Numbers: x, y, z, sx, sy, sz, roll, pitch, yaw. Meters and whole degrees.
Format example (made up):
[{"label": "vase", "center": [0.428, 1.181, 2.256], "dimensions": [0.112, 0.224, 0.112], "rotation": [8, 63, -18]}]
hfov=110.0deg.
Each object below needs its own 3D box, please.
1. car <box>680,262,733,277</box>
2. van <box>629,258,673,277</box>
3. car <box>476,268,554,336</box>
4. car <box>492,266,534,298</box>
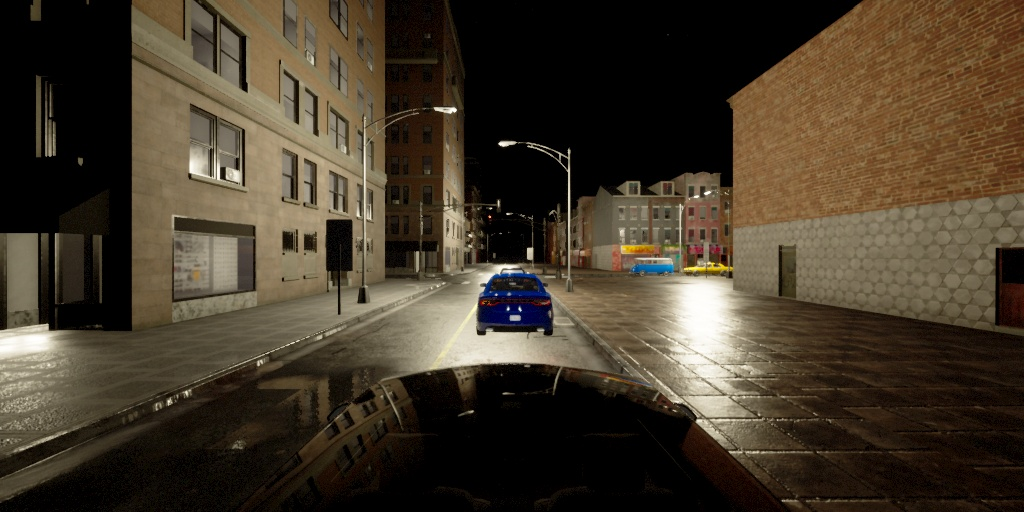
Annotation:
[{"label": "car", "center": [19.051, 1.267, 35.028], "dimensions": [4.829, 1.417, 1.751], "rotation": [0, 0, 0]}, {"label": "van", "center": [13.610, 1.087, 35.015], "dimensions": [3.998, 1.789, 1.690], "rotation": [0, 0, 0]}, {"label": "car", "center": [0.067, 1.227, 10.455], "dimensions": [1.882, 1.535, 5.008], "rotation": [0, 0, 0]}, {"label": "car", "center": [0.032, 1.313, 19.224], "dimensions": [1.994, 1.385, 4.181], "rotation": [0, 0, 0]}]
